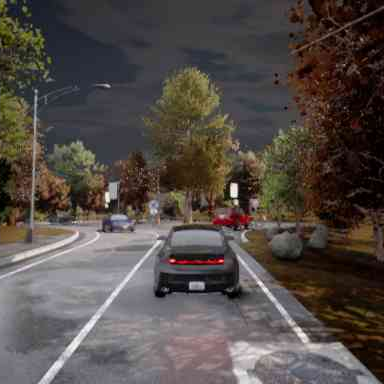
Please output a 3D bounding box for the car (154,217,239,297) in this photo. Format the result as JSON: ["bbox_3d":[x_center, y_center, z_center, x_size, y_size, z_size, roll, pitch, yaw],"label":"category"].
[{"bbox_3d":[0.111,1.605,8.801,1.837,1.490,4.892,0,-1,0],"label":"car"}]

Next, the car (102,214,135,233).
[{"bbox_3d":[-5.979,2.481,26.789,1.812,1.442,4.674,3,-5,-26],"label":"car"}]

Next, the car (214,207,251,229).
[{"bbox_3d":[3.889,2.517,31.711,2.150,2.045,5.566,-3,-5,27],"label":"car"}]

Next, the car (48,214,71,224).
[{"bbox_3d":[-19.518,4.008,49.255,1.837,1.490,4.892,-2,-4,3],"label":"car"}]

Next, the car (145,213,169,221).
[{"bbox_3d":[-6.796,4.958,65.144,4.892,1.490,1.837,2,-5,-11],"label":"car"}]
